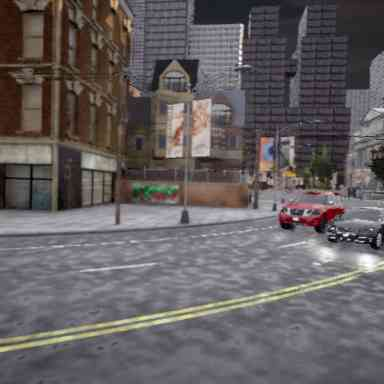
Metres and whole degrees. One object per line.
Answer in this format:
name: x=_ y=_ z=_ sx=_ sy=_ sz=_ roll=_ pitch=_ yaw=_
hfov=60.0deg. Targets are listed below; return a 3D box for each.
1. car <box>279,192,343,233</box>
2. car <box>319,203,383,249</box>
car: x=6.959 y=1.010 z=18.803 sx=2.150 sy=2.045 sz=5.566 roll=3 pitch=1 yaw=39
car: x=7.541 y=1.421 z=14.387 sx=1.837 sy=1.490 sz=4.892 roll=3 pitch=1 yaw=44
